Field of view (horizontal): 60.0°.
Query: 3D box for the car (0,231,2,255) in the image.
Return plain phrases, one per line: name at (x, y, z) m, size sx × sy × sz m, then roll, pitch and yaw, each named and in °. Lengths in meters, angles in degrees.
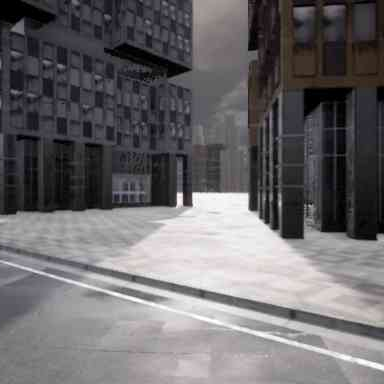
car at (-7.752, 1.172, 9.853) m, size 5.566 × 2.045 × 2.150 m, roll 1°, pitch 0°, yaw 38°
